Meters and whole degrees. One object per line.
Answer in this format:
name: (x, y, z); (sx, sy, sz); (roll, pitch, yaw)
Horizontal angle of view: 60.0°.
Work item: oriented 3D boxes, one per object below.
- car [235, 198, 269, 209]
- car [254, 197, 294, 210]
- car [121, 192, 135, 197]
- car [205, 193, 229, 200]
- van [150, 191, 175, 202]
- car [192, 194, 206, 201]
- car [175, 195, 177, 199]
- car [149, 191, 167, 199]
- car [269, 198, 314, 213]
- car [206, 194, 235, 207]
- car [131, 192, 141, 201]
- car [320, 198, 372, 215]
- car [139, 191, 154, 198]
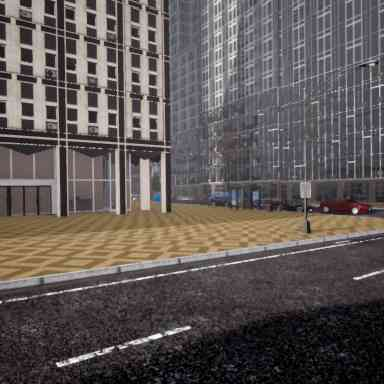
car: (7.492, 1.388, 39.843); (1.802, 1.307, 4.206); (0, 1, -34)
car: (10.048, 1.369, 40.884); (1.895, 1.301, 4.718); (-1, 1, -35)
car: (-17.604, 0.688, 91.536); (2.008, 1.369, 4.403); (0, 1, -34)
car: (4.403, 1.241, 49.137); (1.994, 1.385, 4.181); (-1, 1, -34)
van: (-5.256, 0.937, 58.662); (1.690, 1.788, 3.998); (0, 1, -34)
car: (1.659, 1.043, 63.397); (1.802, 1.307, 4.206); (0, 1, -34)
car: (-4.762, 0.936, 72.777); (1.802, 1.307, 4.206); (0, 1, -34)
car: (-7.973, 0.615, 77.464); (2.192, 1.841, 5.009); (0, 1, -34)
car: (10.689, 1.424, 35.141); (1.947, 1.339, 4.313); (0, 1, -34)
car: (4.330, 1.319, 44.566); (1.947, 1.339, 4.313); (0, 1, -34)
car: (-11.678, 1.039, 68.044); (2.008, 1.369, 4.403); (0, 1, -34)
car: (15.266, 1.330, 33.240); (1.882, 1.535, 5.008); (-1, 1, -34)
car: (-11.183, 0.686, 82.155); (1.967, 1.590, 4.097); (0, 1, -34)
